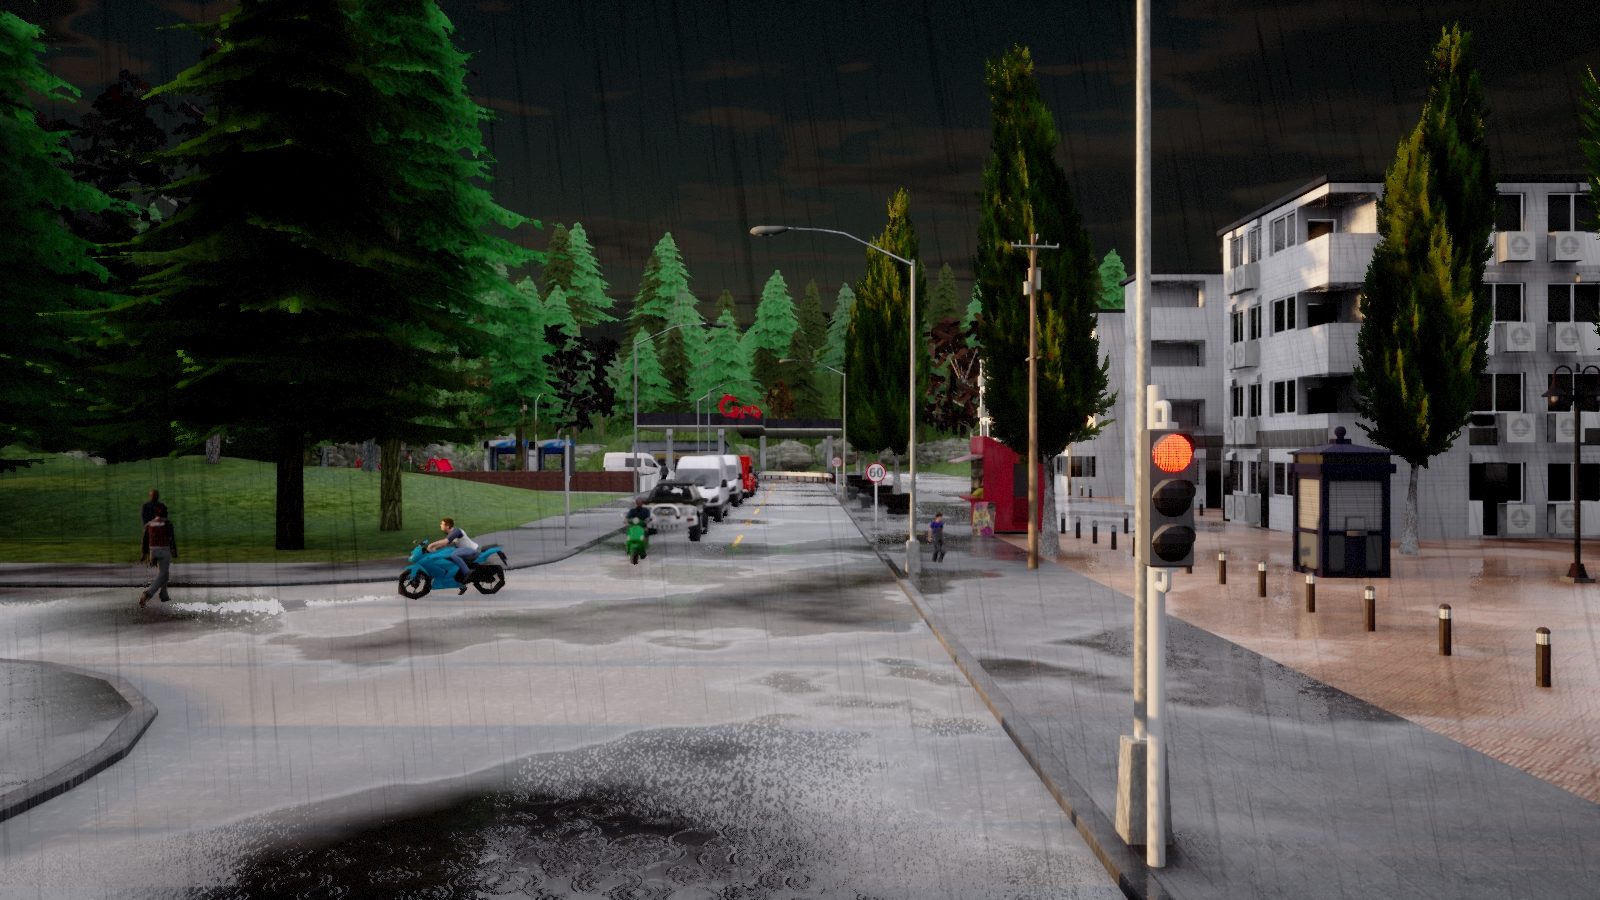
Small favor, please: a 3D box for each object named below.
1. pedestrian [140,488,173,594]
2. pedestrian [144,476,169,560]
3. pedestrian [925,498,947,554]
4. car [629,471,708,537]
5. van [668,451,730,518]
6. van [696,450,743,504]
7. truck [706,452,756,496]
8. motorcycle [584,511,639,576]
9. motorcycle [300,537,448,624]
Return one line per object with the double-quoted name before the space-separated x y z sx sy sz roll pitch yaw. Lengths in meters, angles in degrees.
"pedestrian" -11.537 1.625 20.486 0.375 1.860 0.375 0 0 1
"pedestrian" -14.433 1.520 25.619 0.375 1.860 0.375 0 0 38
"pedestrian" 3.231 1.800 27.096 0.375 1.300 0.375 0 0 -25
"car" -4.061 1.638 35.981 1.932 1.855 4.605 0 0 0
"van" -4.012 1.308 46.147 1.988 2.561 5.915 0 0 0
"van" -4.000 1.305 57.698 1.988 2.561 5.915 0 0 0
"truck" -3.992 1.336 67.208 2.627 2.467 5.204 0 0 0
"motorcycle" -3.993 1.958 24.332 0.856 1.236 1.805 0 0 0
"motorcycle" -6.594 1.990 17.707 2.033 1.145 0.803 0 0 -30
